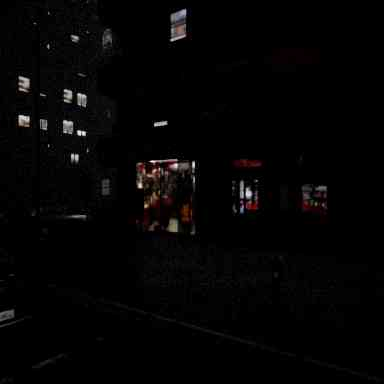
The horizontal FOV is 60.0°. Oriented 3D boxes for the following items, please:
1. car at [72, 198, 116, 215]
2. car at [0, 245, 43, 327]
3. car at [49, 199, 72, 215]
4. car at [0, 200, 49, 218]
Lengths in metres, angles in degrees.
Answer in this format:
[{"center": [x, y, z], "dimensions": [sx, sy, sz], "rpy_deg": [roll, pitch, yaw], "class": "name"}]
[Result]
[{"center": [-8.160, 1.272, 29.984], "dimensions": [1.994, 1.385, 4.181], "rpy_deg": [0, 1, 35], "class": "car"}, {"center": [-4.473, 1.551, 6.062], "dimensions": [4.403, 1.369, 2.008], "rpy_deg": [0, 0, 35], "class": "car"}, {"center": [-10.949, 1.250, 30.497], "dimensions": [1.752, 1.417, 4.829], "rpy_deg": [1, 1, 35], "class": "car"}, {"center": [-14.039, 1.350, 26.071], "dimensions": [2.008, 1.369, 4.403], "rpy_deg": [1, 1, 35], "class": "car"}]
